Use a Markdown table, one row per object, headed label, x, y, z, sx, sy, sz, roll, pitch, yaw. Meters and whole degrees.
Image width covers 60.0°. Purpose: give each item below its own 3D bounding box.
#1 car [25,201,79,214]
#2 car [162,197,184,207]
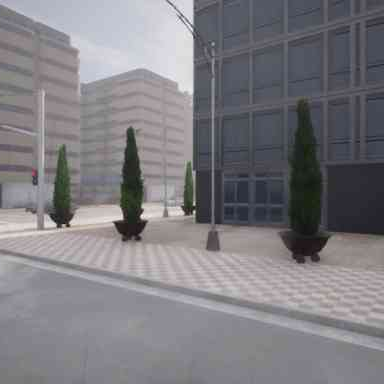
| label | x | y | z | sx | sy | sz | roll | pitch | yaw |
| --- | --- | --- | --- | --- | --- | --- | --- | --- | --- |
| car | -14.669 | 1.589 | 35.171 | 2.033 | 1.411 | 5.357 | 0 | 0 | 35 |
| car | -2.698 | 1.567 | 52.105 | 1.812 | 1.442 | 4.674 | 0 | 0 | 35 |
